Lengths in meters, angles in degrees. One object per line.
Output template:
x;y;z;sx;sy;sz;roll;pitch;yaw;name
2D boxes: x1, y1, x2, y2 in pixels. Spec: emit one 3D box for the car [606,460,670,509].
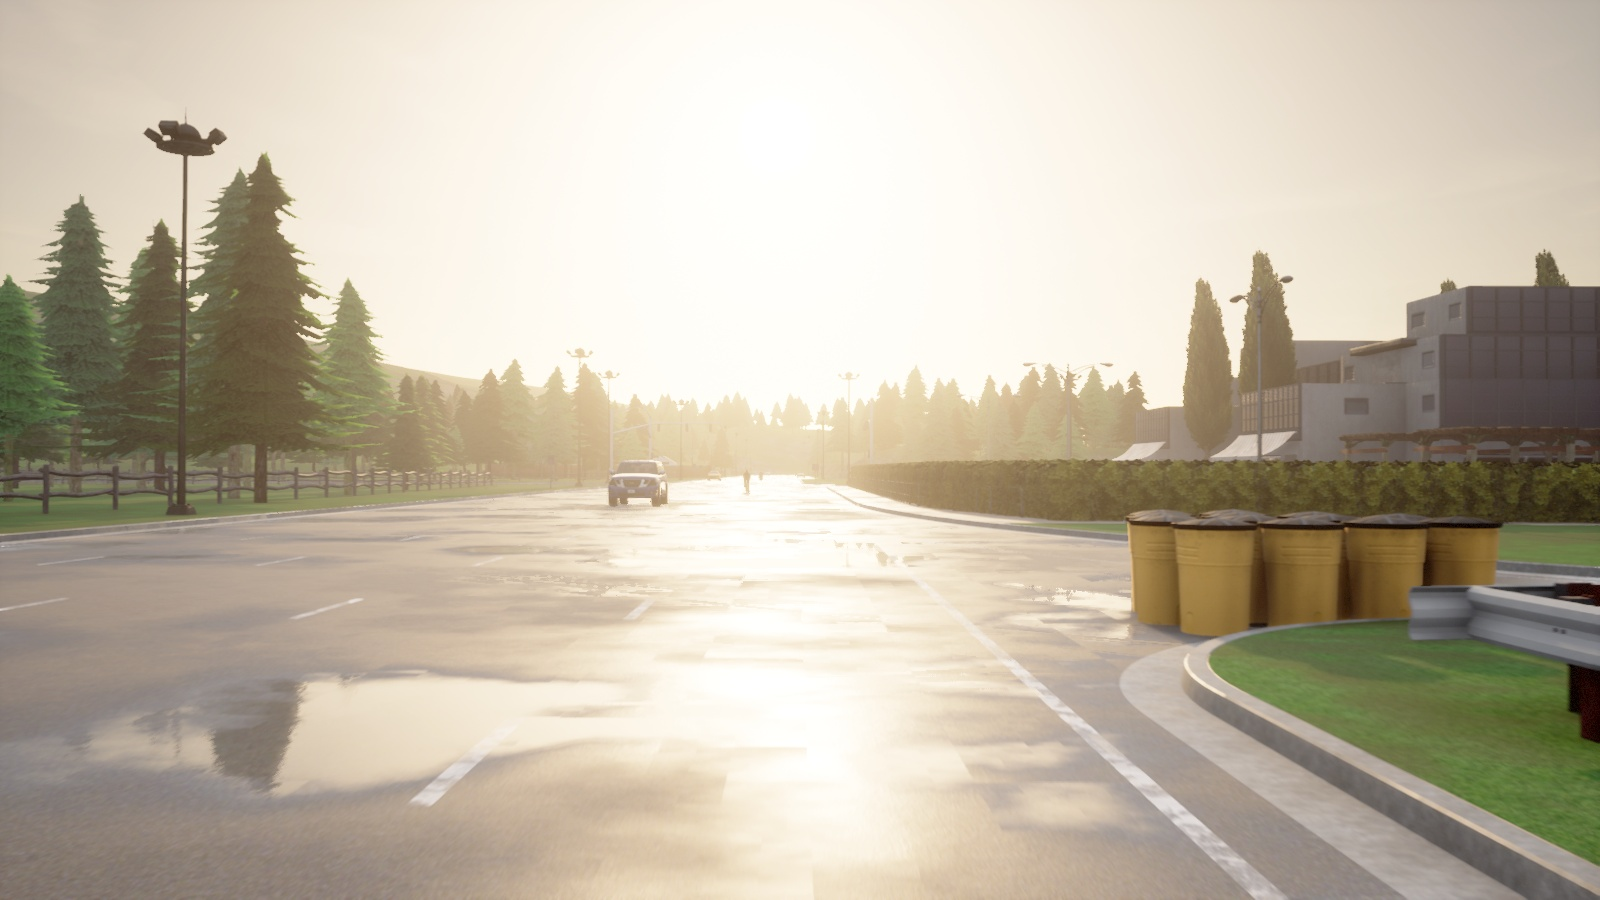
-7.131;1.497;55.835;2.150;2.045;5.566;0;-1;0;car
